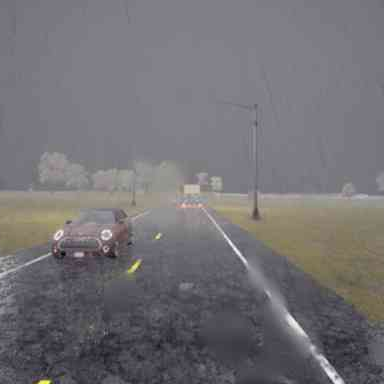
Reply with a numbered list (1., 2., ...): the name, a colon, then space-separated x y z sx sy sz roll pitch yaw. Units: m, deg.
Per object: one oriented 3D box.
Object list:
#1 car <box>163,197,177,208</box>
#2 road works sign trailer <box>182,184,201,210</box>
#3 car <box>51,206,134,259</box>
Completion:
1. car: -3.571 1.590 54.013 2.097 1.767 4.553 0 0 0
2. road works sign trailer: -0.007 0.665 45.454 2.380 3.560 2.880 0 0 0
3. car: -3.602 1.408 12.832 2.097 1.767 4.553 0 0 0
